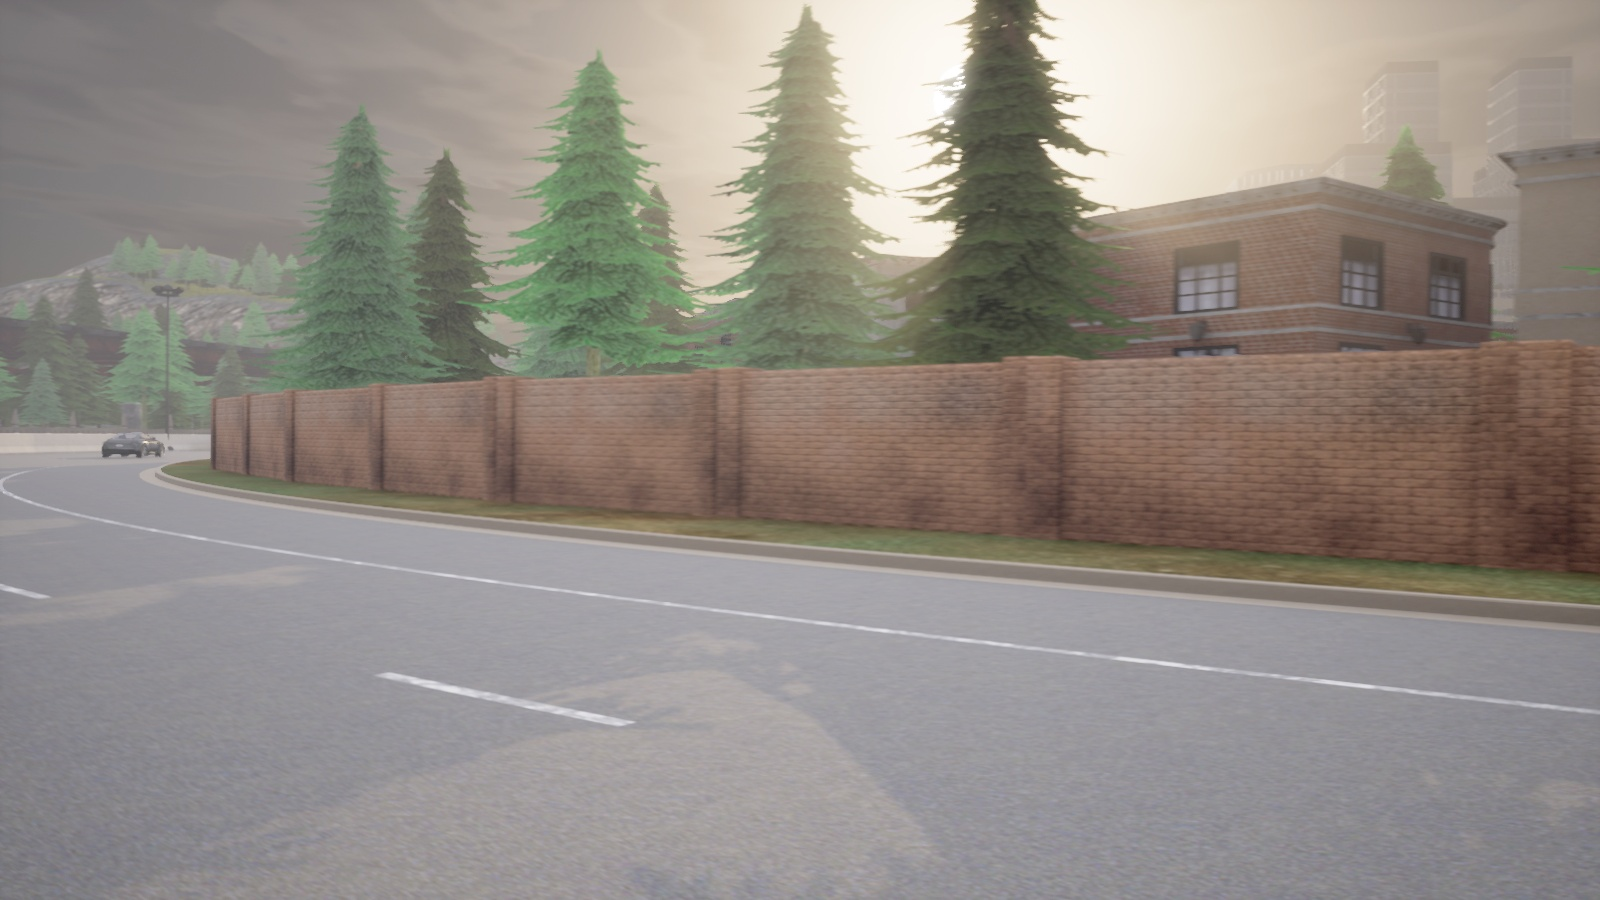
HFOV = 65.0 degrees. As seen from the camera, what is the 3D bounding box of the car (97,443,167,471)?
[{"bbox_3d":[-35.277,0.362,66.460,1.994,1.385,4.181,-1,1,-9],"label":"car"}]
